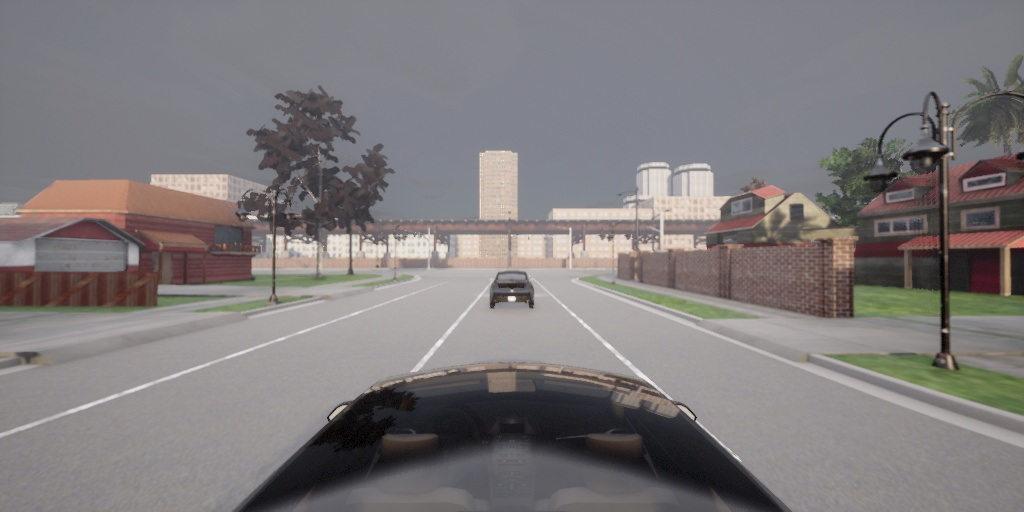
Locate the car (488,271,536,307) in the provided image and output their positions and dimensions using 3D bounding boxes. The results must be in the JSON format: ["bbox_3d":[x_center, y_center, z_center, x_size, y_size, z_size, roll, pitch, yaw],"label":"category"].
[{"bbox_3d":[0.002,1.391,16.153,1.837,1.490,4.892,0,0,0],"label":"car"}]
